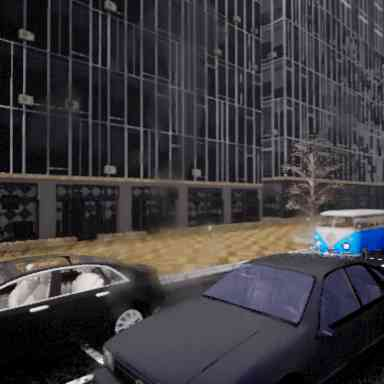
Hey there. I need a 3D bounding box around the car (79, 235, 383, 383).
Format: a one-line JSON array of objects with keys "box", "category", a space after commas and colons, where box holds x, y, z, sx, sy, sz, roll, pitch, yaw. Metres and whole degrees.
[{"box": [1.474, 1.637, 4.654, 5.357, 1.411, 2.033, 1, -2, -42], "category": "car"}]

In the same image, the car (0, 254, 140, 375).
[{"box": [-2.409, 1.658, 4.796, 4.403, 1.369, 2.008, 1, -1, -42], "category": "car"}]

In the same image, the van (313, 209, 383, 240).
[{"box": [6.089, 1.556, 12.375, 3.998, 1.788, 1.690, 1, -1, -42], "category": "van"}]
